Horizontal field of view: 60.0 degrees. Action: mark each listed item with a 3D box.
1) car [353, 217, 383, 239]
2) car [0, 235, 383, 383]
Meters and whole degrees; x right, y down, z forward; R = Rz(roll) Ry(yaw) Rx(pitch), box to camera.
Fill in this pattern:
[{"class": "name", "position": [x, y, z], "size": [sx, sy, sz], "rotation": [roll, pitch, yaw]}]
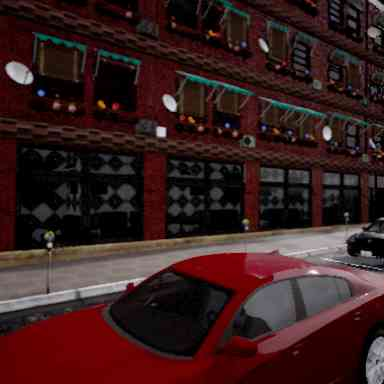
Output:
[{"class": "car", "position": [7.260, 1.573, 11.722], "size": [4.313, 1.339, 1.947], "rotation": [0, 1, -35]}, {"class": "car", "position": [0.366, 1.479, 3.625], "size": [5.008, 1.535, 1.882], "rotation": [0, 0, -36]}]
